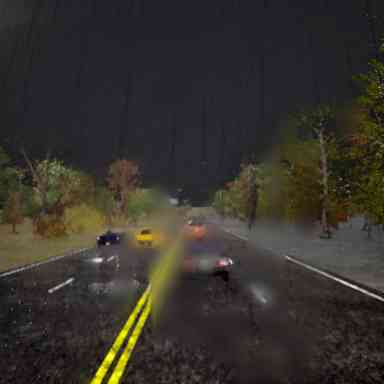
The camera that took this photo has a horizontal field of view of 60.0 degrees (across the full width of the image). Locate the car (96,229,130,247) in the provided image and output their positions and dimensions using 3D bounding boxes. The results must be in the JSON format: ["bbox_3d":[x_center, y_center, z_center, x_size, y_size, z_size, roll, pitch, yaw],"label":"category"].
[{"bbox_3d":[-6.253,3.670,26.892,1.895,1.301,4.718,-1,-4,0],"label":"car"}]

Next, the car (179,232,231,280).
[{"bbox_3d":[0.453,2.620,13.661,2.033,1.411,5.357,-1,-4,0],"label":"car"}]

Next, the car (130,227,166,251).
[{"bbox_3d":[-3.004,3.339,24.428,1.882,1.535,5.008,-1,-4,0],"label":"car"}]

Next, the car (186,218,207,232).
[{"bbox_3d":[0.458,3.861,34.315,2.097,1.767,4.553,-1,-4,0],"label":"car"}]
